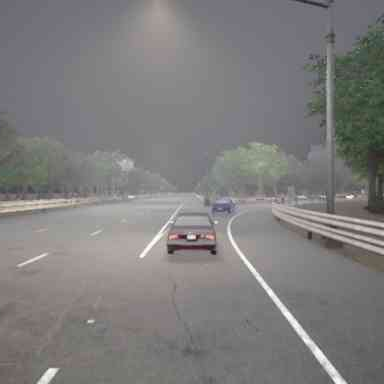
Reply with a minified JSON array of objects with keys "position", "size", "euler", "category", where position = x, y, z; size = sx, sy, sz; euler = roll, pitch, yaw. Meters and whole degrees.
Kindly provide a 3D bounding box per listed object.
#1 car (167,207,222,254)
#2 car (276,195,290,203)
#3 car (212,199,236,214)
[{"position":[0.072,1.539,13.489],"size":[2.033,1.411,5.357],"euler":[0,0,2],"category":"car"},{"position":[17.687,1.286,63.187],"size":[2.097,1.767,4.553],"euler":[0,0,38],"category":"car"},{"position":[3.455,1.475,34.978],"size":[1.882,1.535,5.008],"euler":[0,0,16],"category":"car"}]
